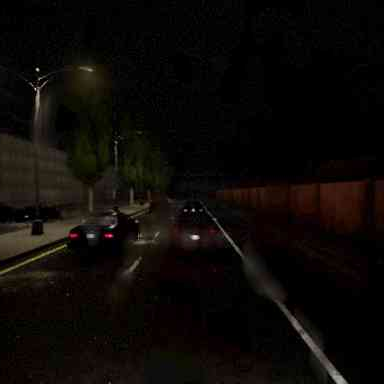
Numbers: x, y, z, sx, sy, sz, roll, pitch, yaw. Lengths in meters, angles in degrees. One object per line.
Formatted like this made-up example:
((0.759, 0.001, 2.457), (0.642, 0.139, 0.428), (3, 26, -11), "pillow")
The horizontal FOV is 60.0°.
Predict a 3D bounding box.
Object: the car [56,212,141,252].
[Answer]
((-3.396, 1.528, 13.688), (2.033, 1.411, 5.357), (0, 0, 0), "car")

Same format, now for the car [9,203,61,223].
((-11.590, 1.528, 25.261), (1.994, 1.385, 4.181), (0, 0, 0), "car")

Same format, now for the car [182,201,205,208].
((0.107, 1.507, 28.625), (2.033, 1.411, 5.357), (0, 0, 0), "car")

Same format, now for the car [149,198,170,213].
((-3.389, 1.427, 35.652), (1.882, 1.535, 5.008), (0, 0, 0), "car")

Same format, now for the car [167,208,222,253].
((0.100, 1.544, 13.527), (1.994, 1.385, 4.181), (0, 0, 0), "car")

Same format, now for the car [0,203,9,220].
((-15.090, 1.528, 25.142), (1.994, 1.385, 4.181), (0, 0, 0), "car")
